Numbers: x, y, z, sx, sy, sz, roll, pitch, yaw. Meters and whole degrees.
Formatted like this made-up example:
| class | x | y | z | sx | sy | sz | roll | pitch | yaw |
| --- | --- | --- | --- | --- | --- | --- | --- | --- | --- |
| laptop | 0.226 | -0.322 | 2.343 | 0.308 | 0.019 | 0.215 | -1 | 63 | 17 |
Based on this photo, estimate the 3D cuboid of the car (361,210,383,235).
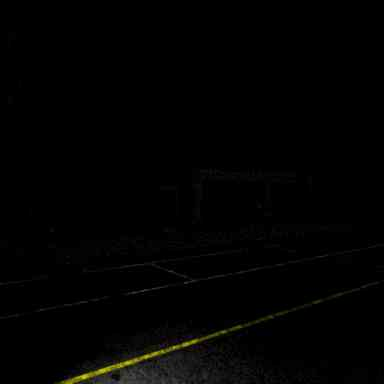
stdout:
| class | x | y | z | sx | sy | sz | roll | pitch | yaw |
| --- | --- | --- | --- | --- | --- | --- | --- | --- | --- |
| car | 10.616 | 1.582 | 17.470 | 4.206 | 1.307 | 1.802 | 0 | 0 | -35 |

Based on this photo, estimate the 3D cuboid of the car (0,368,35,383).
| class | x | y | z | sx | sy | sz | roll | pitch | yaw |
| --- | --- | --- | --- | --- | --- | --- | --- | --- | --- |
| car | -2.947 | 1.525 | 1.068 | 4.674 | 1.442 | 1.812 | 0 | 0 | -35 |
